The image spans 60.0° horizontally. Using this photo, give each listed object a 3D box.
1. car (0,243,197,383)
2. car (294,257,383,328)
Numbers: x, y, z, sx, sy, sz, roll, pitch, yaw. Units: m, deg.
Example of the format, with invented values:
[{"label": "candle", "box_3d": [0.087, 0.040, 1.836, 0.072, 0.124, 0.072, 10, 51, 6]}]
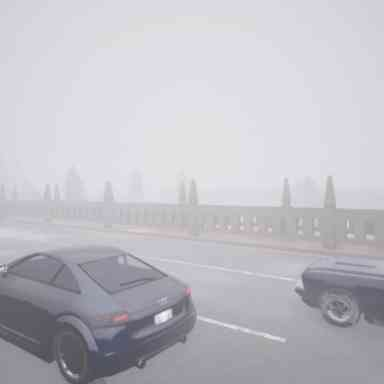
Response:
[{"label": "car", "box_3d": [-1.995, 1.559, 5.420, 4.181, 1.385, 1.994, 0, 0, 36]}, {"label": "car", "box_3d": [4.185, 1.602, 5.307, 4.718, 1.301, 1.895, 0, 0, 36]}]
